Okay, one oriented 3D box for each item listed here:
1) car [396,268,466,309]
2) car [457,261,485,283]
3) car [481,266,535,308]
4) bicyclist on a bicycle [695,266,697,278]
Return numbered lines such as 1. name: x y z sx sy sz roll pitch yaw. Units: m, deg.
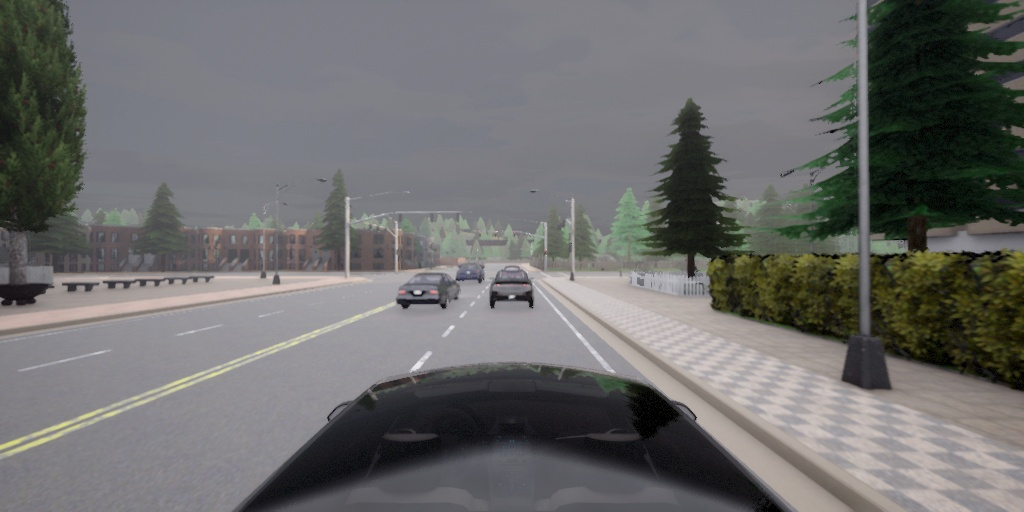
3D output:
1. car: -3.506 1.430 15.837 2.033 1.411 5.357 0 -1 0
2. car: -3.513 1.374 30.931 2.097 1.767 4.553 0 -1 0
3. car: -0.005 1.378 16.144 2.128 1.511 4.902 0 0 0
4. bicyclist on a bicycle: 18.231 1.374 36.230 0.582 1.620 1.656 0 -1 0
